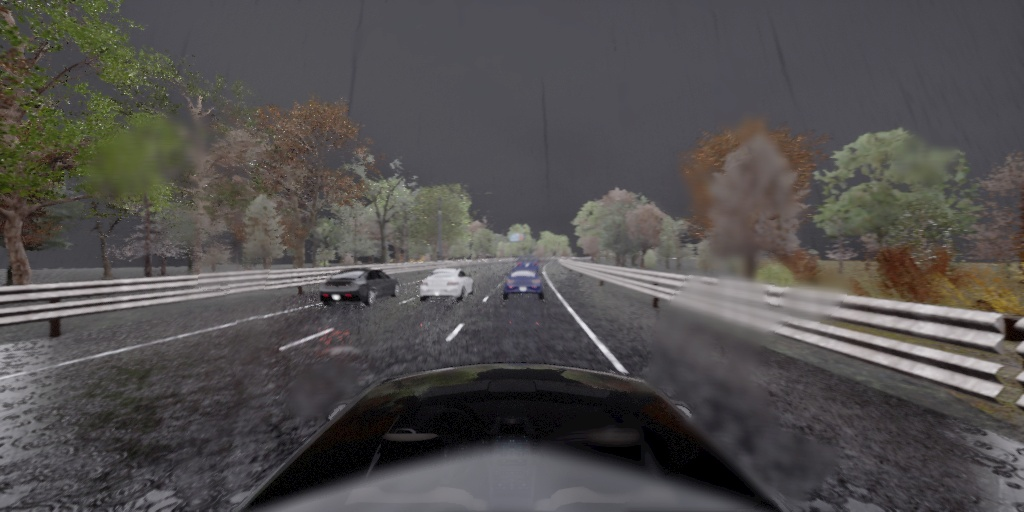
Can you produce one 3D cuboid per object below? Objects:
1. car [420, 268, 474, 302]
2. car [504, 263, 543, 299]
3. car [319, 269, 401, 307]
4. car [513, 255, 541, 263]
[{"bbox_3d":[-2.963,1.293,16.939,1.812,1.442,4.674,0,0,3],"label":"car"},{"bbox_3d":[0.585,1.265,17.973,1.812,1.442,4.674,0,0,3],"label":"car"},{"bbox_3d":[-6.517,1.302,15.912,1.837,1.490,4.892,-1,0,2],"label":"car"},{"bbox_3d":[1.647,0.952,36.934,2.150,2.045,5.566,-1,0,4],"label":"car"}]
